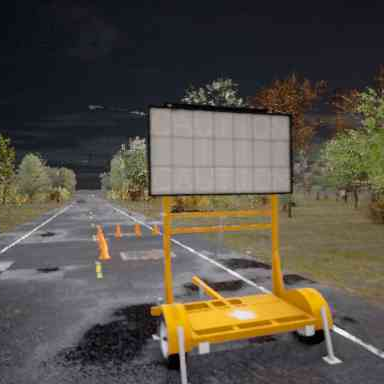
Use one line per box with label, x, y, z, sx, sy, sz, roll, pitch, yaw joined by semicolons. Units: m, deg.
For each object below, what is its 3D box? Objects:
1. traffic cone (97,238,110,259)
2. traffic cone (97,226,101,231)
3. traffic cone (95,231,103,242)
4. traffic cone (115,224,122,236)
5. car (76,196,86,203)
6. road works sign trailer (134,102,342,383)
traffic cone;-3.053;1.997;11.585;0.340;0.580;0.340;-1;0;-17
traffic cone;-4.251;2.015;15.401;0.340;0.580;0.340;-1;0;-17
traffic cone;-3.652;2.006;13.494;0.340;0.580;0.340;-1;0;-17
traffic cone;-3.897;2.010;17.609;0.340;0.580;0.340;-1;0;-17
car;-26.754;1.767;80.297;2.097;1.767;4.553;-1;0;-17
road works sign trailer;0.441;0.452;5.353;2.380;3.560;2.880;-1;0;-17
